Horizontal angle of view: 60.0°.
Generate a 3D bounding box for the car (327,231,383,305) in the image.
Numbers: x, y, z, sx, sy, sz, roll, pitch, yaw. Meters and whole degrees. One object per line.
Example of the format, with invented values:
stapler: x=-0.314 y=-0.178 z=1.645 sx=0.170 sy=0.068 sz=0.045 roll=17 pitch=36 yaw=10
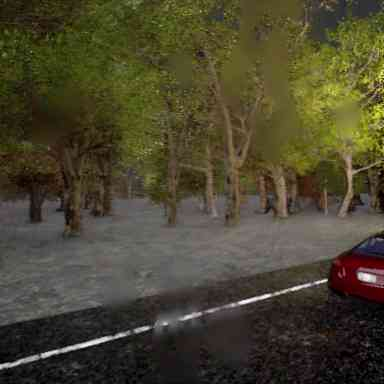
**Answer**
car: x=4.895 y=1.561 z=7.364 sx=4.181 sy=1.385 sz=1.994 roll=0 pitch=0 yaw=-35
